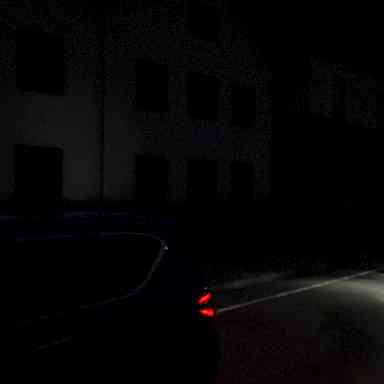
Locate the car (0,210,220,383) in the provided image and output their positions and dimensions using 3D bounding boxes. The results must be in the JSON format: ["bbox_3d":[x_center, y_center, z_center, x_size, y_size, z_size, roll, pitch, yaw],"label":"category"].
[{"bbox_3d":[-2.324,1.211,2.337,5.566,2.045,2.150,0,0,-36],"label":"car"}]
